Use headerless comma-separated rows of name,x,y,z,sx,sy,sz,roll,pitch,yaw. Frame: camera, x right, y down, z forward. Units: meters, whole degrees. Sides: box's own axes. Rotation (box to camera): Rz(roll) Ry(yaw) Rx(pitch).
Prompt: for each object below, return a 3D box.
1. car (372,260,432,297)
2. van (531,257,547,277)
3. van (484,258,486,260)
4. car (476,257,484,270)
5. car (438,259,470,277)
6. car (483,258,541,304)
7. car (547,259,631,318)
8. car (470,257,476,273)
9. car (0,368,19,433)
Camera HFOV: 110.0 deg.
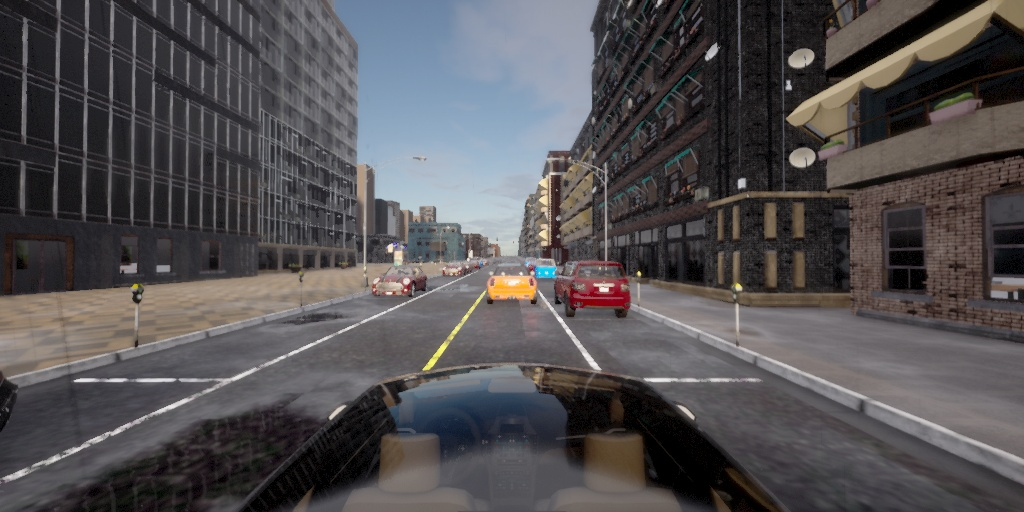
car,-5.693,1.189,18.536,1.967,1.591,4.097,0,0,0
van,2.691,1.089,29.859,1.690,1.789,3.998,0,0,0
van,-5.657,1.068,58.058,1.690,1.789,3.998,0,0,0
car,-5.656,1.278,52.412,1.888,1.381,4.507,0,0,0
car,-5.662,1.186,35.474,1.967,1.591,4.097,0,0,0
car,0.000,1.117,16.469,2.097,1.767,4.553,0,0,0
car,2.691,1.064,12.920,2.192,1.841,5.009,0,0,0
car,-5.657,1.182,41.121,1.967,1.591,4.097,0,0,0
car,-5.690,1.298,1.599,2.007,1.370,4.403,0,0,0
